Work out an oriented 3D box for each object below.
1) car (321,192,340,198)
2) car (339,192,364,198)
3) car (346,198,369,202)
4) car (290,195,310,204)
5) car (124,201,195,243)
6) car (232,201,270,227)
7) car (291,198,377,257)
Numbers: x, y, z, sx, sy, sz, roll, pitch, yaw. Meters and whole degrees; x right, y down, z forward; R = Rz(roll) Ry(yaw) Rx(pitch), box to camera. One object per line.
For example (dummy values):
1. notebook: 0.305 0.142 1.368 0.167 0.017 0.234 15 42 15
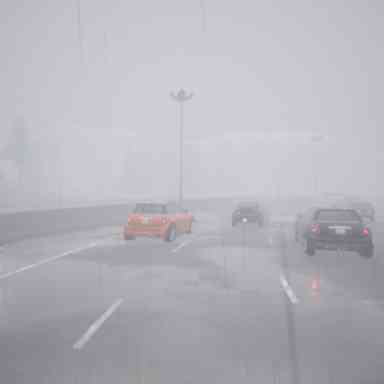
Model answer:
1. car: 20.047 1.002 46.400 5.566 2.045 2.150 0 0 -43
2. car: 20.641 1.177 41.726 2.097 1.767 4.553 1 1 43
3. car: 13.122 1.442 25.759 2.033 1.411 5.357 1 0 30
4. car: 15.507 1.245 46.491 1.837 1.490 4.892 -1 -1 44
5. car: -1.337 1.208 15.548 2.097 1.767 4.553 1 1 15
6. car: 3.842 1.356 21.430 1.837 1.490 4.892 -1 0 19
7. car: 5.262 1.288 12.915 2.097 1.767 4.553 1 1 12
